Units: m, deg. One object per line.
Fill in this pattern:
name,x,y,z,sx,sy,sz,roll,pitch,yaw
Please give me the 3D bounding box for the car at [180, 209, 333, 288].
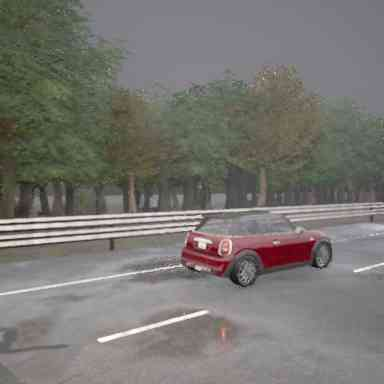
car,1.979,1.332,9.475,4.553,1.767,2.097,0,0,-36
